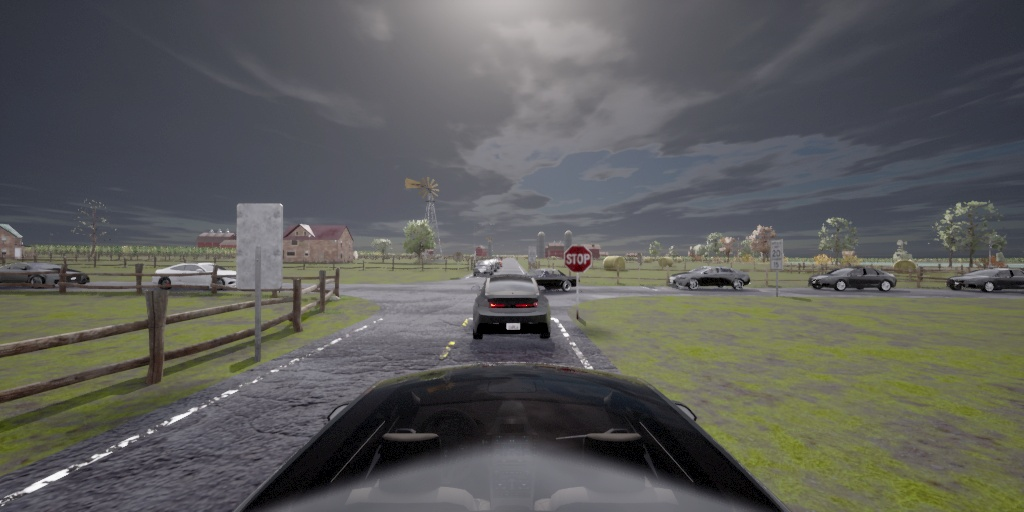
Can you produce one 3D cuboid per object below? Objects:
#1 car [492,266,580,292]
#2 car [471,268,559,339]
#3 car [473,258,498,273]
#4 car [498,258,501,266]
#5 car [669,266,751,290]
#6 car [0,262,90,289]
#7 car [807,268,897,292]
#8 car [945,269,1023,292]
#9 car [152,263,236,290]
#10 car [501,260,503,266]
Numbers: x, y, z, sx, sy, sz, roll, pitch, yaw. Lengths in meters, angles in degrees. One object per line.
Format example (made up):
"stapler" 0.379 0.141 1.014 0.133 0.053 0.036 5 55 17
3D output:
"car" 1.499 1.369 20.108 4.718 1.301 1.895 1 0 -35
"car" -0.075 1.256 10.062 1.837 1.490 4.892 0 0 -2
"car" -2.860 1.243 36.748 2.128 1.511 4.902 0 0 0
"car" -2.854 1.241 46.194 2.128 1.511 4.902 0 0 0
"car" 12.797 1.396 23.337 4.902 1.511 2.128 1 -1 -2
"car" -26.364 1.048 19.895 4.181 1.385 1.994 1 -1 -1
"car" 22.199 1.499 23.508 4.892 1.490 1.837 1 -1 -1
"car" 31.701 1.586 23.630 4.892 1.490 1.837 1 -1 -1
"car" -17.244 1.104 20.018 4.674 1.442 1.812 1 -1 -1
"car" -2.823 1.240 55.736 2.128 1.511 4.902 0 0 0
